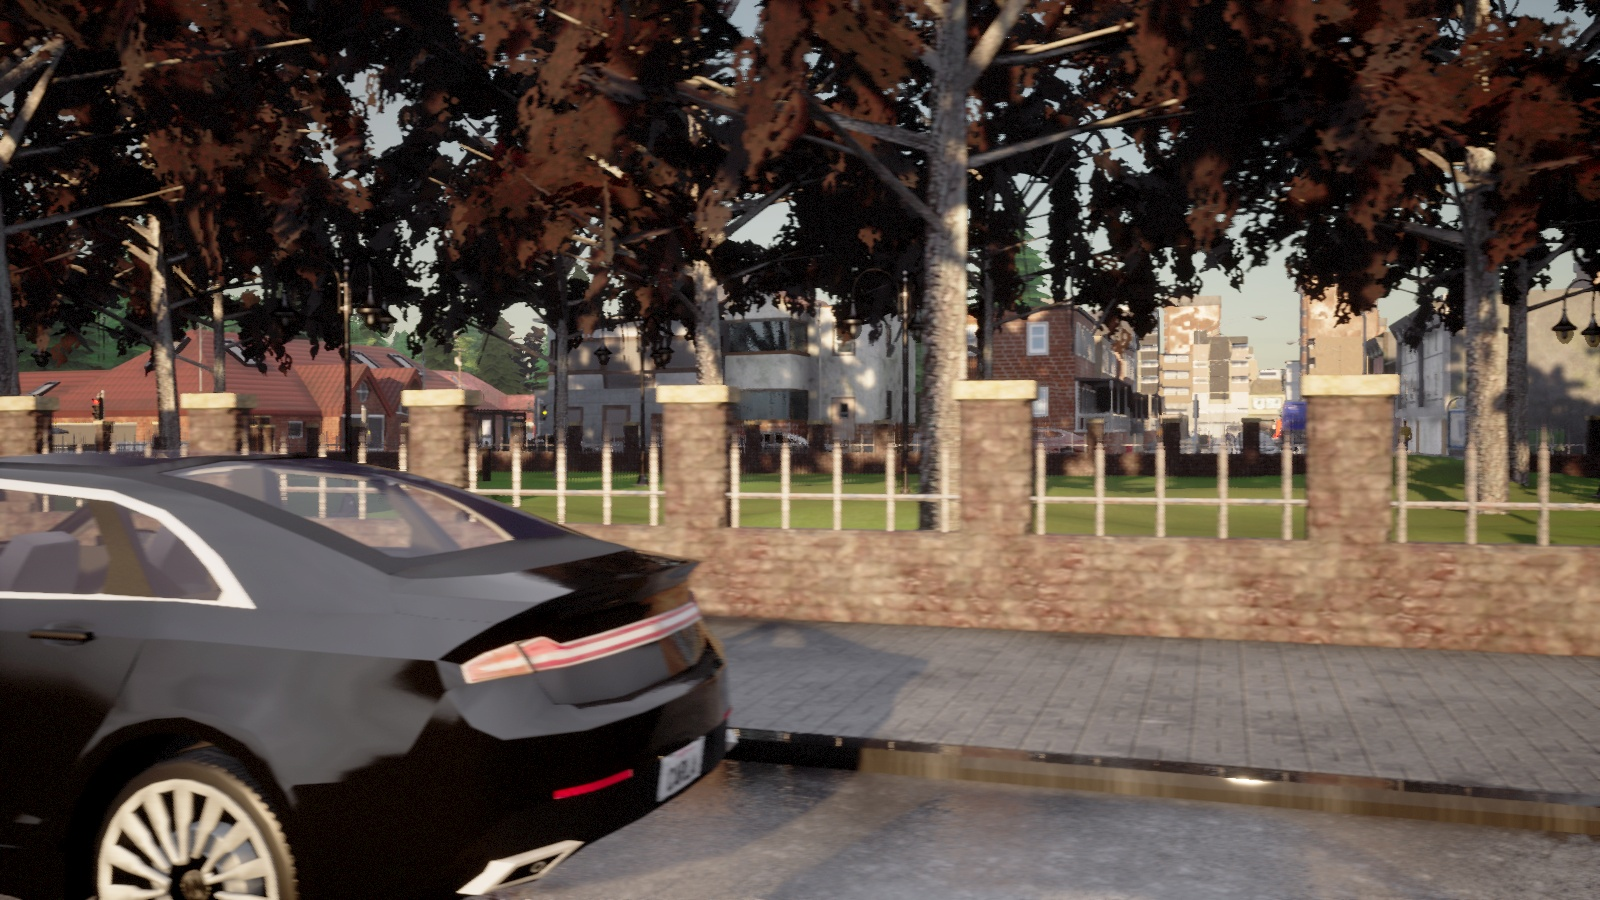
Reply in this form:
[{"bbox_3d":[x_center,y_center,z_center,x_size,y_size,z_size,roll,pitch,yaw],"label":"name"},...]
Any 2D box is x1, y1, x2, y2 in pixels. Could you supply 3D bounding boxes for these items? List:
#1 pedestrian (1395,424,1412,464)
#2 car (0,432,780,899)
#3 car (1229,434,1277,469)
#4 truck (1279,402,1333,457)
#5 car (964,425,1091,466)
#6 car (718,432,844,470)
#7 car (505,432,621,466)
[{"bbox_3d":[27.936,-0.290,58.137,0.709,1.840,0.431,0,1,-36],"label":"pedestrian"},{"bbox_3d":[-2.741,0.698,4.642,4.902,1.511,2.128,1,1,19],"label":"car"},{"bbox_3d":[19.844,0.043,55.178,1.812,1.442,4.674,0,1,18],"label":"car"},{"bbox_3d":[33.756,-1.373,83.983,2.891,3.462,7.936,1,1,19],"label":"truck"},{"bbox_3d":[9.500,-0.198,52.411,5.027,1.651,2.152,0,1,16],"label":"car"},{"bbox_3d":[-0.774,0.001,51.685,4.892,1.490,1.837,0,1,16],"label":"car"},{"bbox_3d":[-10.351,-0.065,54.876,4.674,1.442,1.812,0,1,15],"label":"car"}]
